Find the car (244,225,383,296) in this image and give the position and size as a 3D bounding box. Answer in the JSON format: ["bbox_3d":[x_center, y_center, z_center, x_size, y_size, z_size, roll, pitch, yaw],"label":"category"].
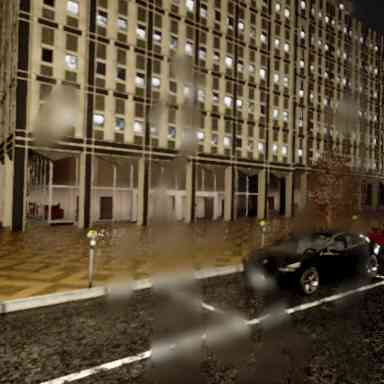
[{"bbox_3d":[3.339,1.656,8.923,4.313,1.339,1.947,1,1,-35],"label":"car"}]
